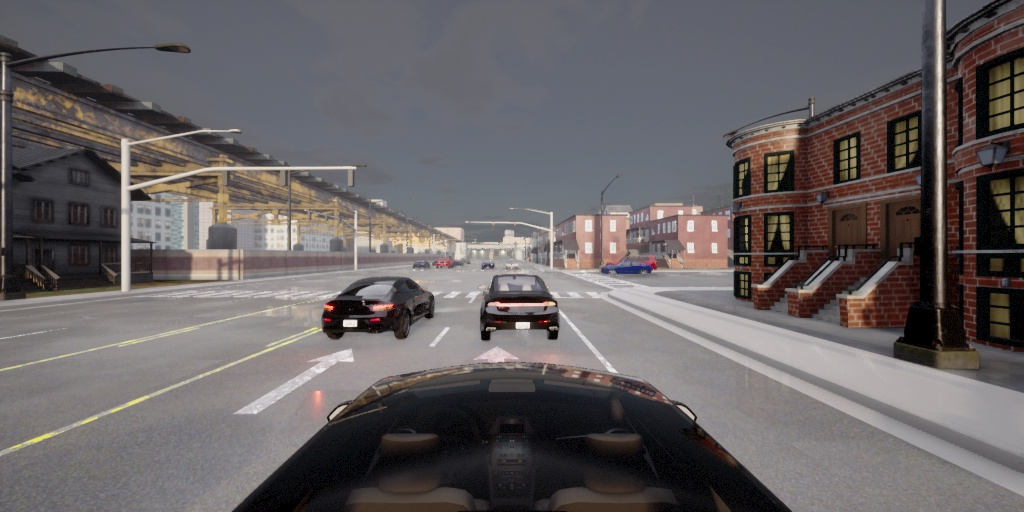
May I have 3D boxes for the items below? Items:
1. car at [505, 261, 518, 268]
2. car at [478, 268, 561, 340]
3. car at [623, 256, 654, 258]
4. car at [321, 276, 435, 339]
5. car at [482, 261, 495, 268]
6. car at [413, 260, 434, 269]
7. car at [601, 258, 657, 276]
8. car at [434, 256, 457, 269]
[{"bbox_3d":[-0.053,1.351,54.878,1.895,1.301,4.718,0,0,0],"label":"car"},{"bbox_3d":[0.091,1.242,9.927,2.128,1.511,4.902,0,0,-3],"label":"car"},{"bbox_3d":[13.348,0.971,40.264,5.566,2.045,2.150,0,0,1],"label":"car"},{"bbox_3d":[-3.451,1.276,9.960,1.812,1.442,4.674,0,0,0],"label":"car"},{"bbox_3d":[-3.553,1.351,54.870,1.895,1.301,4.718,0,0,0],"label":"car"},{"bbox_3d":[-14.239,1.314,56.571,1.994,1.385,4.181,0,0,0],"label":"car"},{"bbox_3d":[11.653,1.228,36.671,5.008,1.535,1.882,0,0,-1],"label":"car"},{"bbox_3d":[-10.747,0.971,57.671,2.150,2.045,5.566,0,0,-1],"label":"car"}]
